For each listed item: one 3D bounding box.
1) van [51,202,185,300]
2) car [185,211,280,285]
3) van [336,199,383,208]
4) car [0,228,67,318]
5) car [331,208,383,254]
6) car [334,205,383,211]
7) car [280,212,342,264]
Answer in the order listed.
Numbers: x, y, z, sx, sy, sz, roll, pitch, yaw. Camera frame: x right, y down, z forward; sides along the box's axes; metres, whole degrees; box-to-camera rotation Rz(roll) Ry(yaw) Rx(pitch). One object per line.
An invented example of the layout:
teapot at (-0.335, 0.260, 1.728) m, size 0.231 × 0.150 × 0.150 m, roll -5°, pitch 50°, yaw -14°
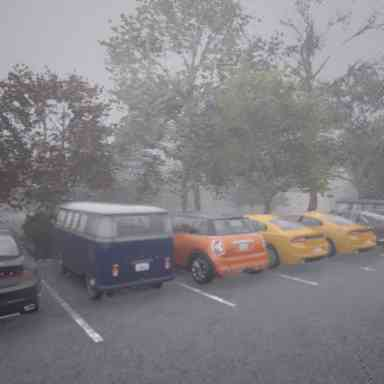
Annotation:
van at (-2.269, 1.272, 8.581) m, size 1.878 × 1.987 × 4.442 m, roll 0°, pitch 0°, yaw -35°
car at (0.073, 1.390, 10.066) m, size 2.185 × 1.767 × 4.553 m, roll 0°, pitch 0°, yaw -35°
van at (9.016, 1.359, 16.612) m, size 1.878 × 1.987 × 4.442 m, roll 0°, pitch 0°, yaw -35°
car at (-4.456, 1.482, 6.873) m, size 2.231 × 1.521 × 4.892 m, roll 0°, pitch 0°, yaw -35°
car at (4.572, 1.550, 13.299) m, size 2.097 × 1.535 × 5.008 m, roll 0°, pitch 0°, yaw -35°
car at (6.829, 1.569, 14.905) m, size 2.231 × 1.521 × 4.892 m, roll 0°, pitch 0°, yaw -35°
car at (2.212, 1.532, 11.620) m, size 2.097 × 1.535 × 5.008 m, roll 0°, pitch 0°, yaw -35°
